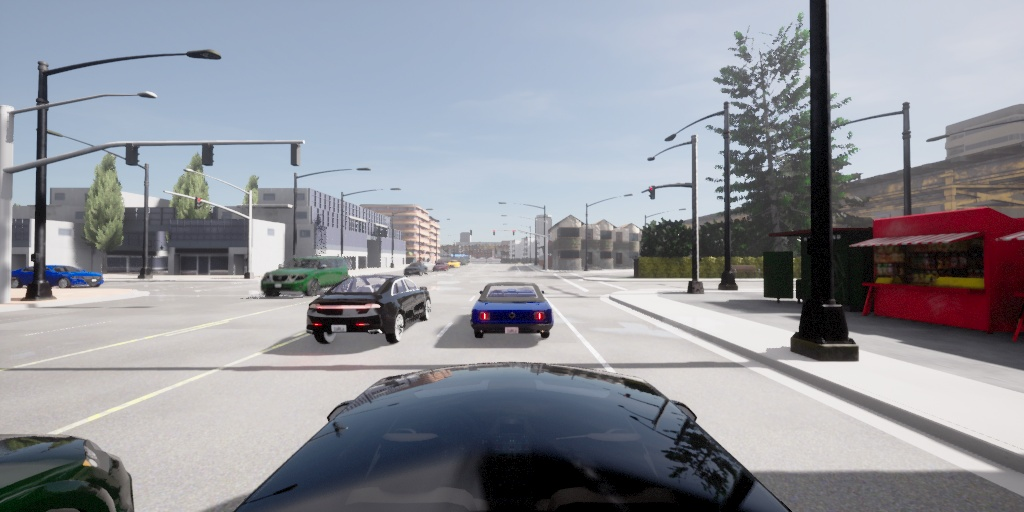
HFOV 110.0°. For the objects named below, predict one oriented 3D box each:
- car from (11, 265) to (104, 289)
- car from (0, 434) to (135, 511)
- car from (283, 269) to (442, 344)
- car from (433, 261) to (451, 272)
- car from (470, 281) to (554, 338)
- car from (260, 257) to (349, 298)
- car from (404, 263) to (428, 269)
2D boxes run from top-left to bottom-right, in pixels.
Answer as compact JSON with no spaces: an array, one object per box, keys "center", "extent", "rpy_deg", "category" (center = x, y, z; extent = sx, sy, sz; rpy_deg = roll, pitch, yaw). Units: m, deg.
[{"center":[-29.735,1.315,23.381],"extent":[5.008,1.535,1.882],"rpy_deg":[0,-1,0],"category":"car"},{"center":[-3.373,1.314,0.502],"extent":[1.994,1.385,4.181],"rpy_deg":[0,0,-1],"category":"car"},{"center":[-3.506,1.257,9.670],"extent":[2.128,1.511,4.902],"rpy_deg":[0,0,0],"category":"car"},{"center":[-11.107,1.696,56.015],"extent":[1.812,1.442,4.674],"rpy_deg":[0,0,-2],"category":"car"},{"center":[-0.006,1.365,10.147],"extent":[1.895,1.301,4.718],"rpy_deg":[0,0,0],"category":"car"},{"center":[-10.763,1.038,19.220],"extent":[2.150,2.045,5.566],"rpy_deg":[0,-1,-1],"category":"car"},{"center":[-10.974,1.541,41.118],"extent":[1.882,1.535,5.008],"rpy_deg":[0,-1,-1],"category":"car"}]
